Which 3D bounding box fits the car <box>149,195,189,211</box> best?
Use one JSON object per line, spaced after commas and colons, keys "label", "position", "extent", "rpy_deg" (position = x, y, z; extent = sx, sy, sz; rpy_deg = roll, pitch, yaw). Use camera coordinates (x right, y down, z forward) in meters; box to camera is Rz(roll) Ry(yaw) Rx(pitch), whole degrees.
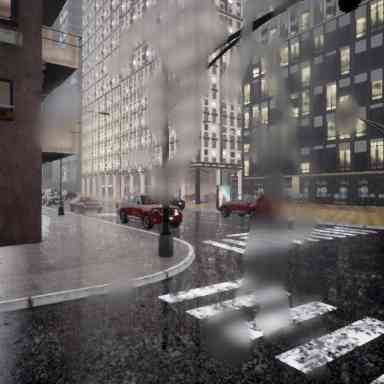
{"label": "car", "position": [-2.342, 1.070, 33.256], "extent": [1.947, 1.339, 4.313], "rpy_deg": [1, 0, -36]}

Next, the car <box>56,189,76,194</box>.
{"label": "car", "position": [-19.516, 0.516, 52.476], "extent": [1.837, 1.490, 4.892], "rpy_deg": [0, 1, -36]}

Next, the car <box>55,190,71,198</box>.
{"label": "car", "position": [-25.157, 0.309, 64.677], "extent": [1.887, 1.381, 4.507], "rpy_deg": [1, 0, -36]}

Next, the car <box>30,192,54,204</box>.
{"label": "car", "position": [-18.862, 0.752, 41.744], "extent": [1.802, 1.307, 4.206], "rpy_deg": [2, 0, -36]}

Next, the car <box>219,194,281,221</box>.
{"label": "car", "position": [4.182, 1.027, 24.278], "extent": [2.192, 1.841, 5.009], "rpy_deg": [1, 0, -36]}

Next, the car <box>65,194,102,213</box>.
{"label": "car", "position": [-9.086, 1.067, 28.282], "extent": [1.802, 1.307, 4.206], "rpy_deg": [2, 0, -36]}

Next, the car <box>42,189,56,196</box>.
{"label": "car", "position": [-31.675, 0.096, 73.654], "extent": [1.887, 1.381, 4.507], "rpy_deg": [1, 0, -36]}

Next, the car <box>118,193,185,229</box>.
{"label": "car", "position": [-2.562, 1.008, 19.306], "extent": [2.192, 1.841, 5.009], "rpy_deg": [2, 0, -36]}

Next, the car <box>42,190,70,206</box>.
{"label": "car", "position": [-15.603, 0.826, 37.257], "extent": [2.008, 1.369, 4.403], "rpy_deg": [2, 0, -36]}

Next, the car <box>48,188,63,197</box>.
{"label": "car", "position": [-28.413, 0.098, 69.165], "extent": [1.967, 1.590, 4.097], "rpy_deg": [1, 0, -36]}

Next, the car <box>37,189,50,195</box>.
{"label": "car", "position": [-34.935, -0.011, 78.143], "extent": [1.887, 1.381, 4.507], "rpy_deg": [1, 0, -36]}

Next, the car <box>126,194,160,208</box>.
{"label": "car", "position": [-5.602, 0.965, 37.745], "extent": [1.947, 1.339, 4.313], "rpy_deg": [1, 0, -36]}
